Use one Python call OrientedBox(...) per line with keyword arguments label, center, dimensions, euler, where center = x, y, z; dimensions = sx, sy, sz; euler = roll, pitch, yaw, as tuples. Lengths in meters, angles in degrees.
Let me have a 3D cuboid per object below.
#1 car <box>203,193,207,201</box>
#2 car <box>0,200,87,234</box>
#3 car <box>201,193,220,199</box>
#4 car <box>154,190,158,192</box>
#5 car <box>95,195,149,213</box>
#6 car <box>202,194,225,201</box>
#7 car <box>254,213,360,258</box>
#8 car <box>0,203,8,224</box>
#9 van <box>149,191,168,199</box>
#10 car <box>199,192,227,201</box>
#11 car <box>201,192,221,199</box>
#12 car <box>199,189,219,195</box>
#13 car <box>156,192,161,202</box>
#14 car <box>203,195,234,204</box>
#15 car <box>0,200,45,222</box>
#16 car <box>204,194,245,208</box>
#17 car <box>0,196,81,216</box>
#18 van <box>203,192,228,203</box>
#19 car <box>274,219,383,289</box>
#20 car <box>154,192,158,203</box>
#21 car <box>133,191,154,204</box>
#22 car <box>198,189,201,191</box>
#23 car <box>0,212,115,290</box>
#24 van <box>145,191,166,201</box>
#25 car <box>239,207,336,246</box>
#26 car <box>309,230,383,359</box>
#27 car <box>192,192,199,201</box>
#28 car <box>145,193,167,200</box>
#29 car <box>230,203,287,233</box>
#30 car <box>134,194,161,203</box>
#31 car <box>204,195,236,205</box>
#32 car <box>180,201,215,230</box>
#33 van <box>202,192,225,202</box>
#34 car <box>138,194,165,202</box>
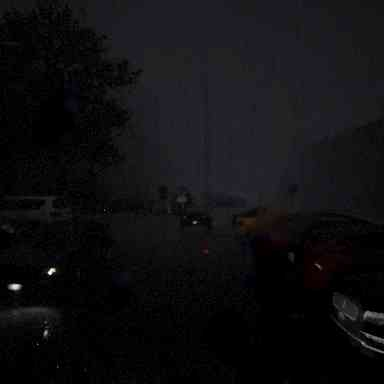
OrientedBox(label="car", center=(4.369, 1.265, 47.473), dimensions=(4.674, 1.452, 2.002), euler=(0, 0, 0))
OrientedBox(label="car", center=(-8.506, 1.335, 18.635), dimensions=(4.553, 1.767, 2.185), euler=(0, 0, 0))
OrientedBox(label="car", center=(4.464, 0.943, 81.401), dimensions=(4.674, 1.452, 2.002), euler=(0, 1, 0))
OrientedBox(label="car", center=(-8.129, 0.924, 64.289), dimensions=(5.566, 2.045, 2.435), euler=(0, 0, 0))
OrientedBox(label="car", center=(-6.961, 1.351, 32.051), dimensions=(1.837, 1.490, 4.892), euler=(-5, -2, 42))
OrientedBox(label="car", center=(4.433, 1.170, 70.091), dimensions=(4.674, 1.452, 2.002), euler=(0, 1, 0))
OrientedBox(label="car", center=(4.539, 1.509, 10.278), dimensions=(4.674, 1.452, 2.002), euler=(0, 0, 0))
OrientedBox(label="car", center=(-8.570, 1.344, 10.154), dimensions=(4.553, 1.767, 2.185), euler=(0, 0, 0))
OrientedBox(label="van", center=(-8.221, 0.678, 81.370), dimensions=(4.442, 1.987, 1.878), euler=(0, 1, 0))
OrientedBox(label="car", center=(4.194, 1.213, 50.299), dimensions=(5.366, 1.575, 1.946), euler=(0, 0, 0))
OrientedBox(label="car", center=(4.428, 0.835, 78.572), dimensions=(4.553, 1.767, 2.185), euler=(0, 1, 0))
OrientedBox(label="car", center=(4.432, 0.940, 58.775), dimensions=(5.566, 2.045, 2.435), euler=(0, 0, 0))
OrientedBox(label="car", center=(-8.189, 1.200, 55.944), dimensions=(4.892, 1.521, 2.231), euler=(0, 0, 0))
OrientedBox(label="car", center=(4.390, 1.200, 55.949), dimensions=(5.008, 1.535, 2.097), euler=(0, 0, 0))
OrientedBox(label="car", center=(-8.569, 1.341, 12.939), dimensions=(4.553, 1.767, 2.185), euler=(0, 0, 0))
OrientedBox(label="car", center=(4.327, 1.271, 41.820), dimensions=(4.792, 1.488, 2.163), euler=(0, 0, 0))
OrientedBox(label="car", center=(-8.566, 1.212, 15.849), dimensions=(5.566, 2.045, 2.435), euler=(0, 0, 0))
OrientedBox(label="van", center=(4.295, 0.957, 61.601), dimensions=(4.442, 1.987, 1.878), euler=(0, 0, 0))
OrientedBox(label="car", center=(4.570, 1.502, 7.495), dimensions=(4.792, 1.488, 2.163), euler=(0, 0, 0))
OrientedBox(label="car", center=(-8.195, 1.216, 50.172), dimensions=(5.008, 1.535, 2.097), euler=(0, 0, 0))
OrientedBox(label="car", center=(-8.176, 1.099, 47.472), dimensions=(4.553, 1.767, 2.185), euler=(0, 0, 0))
OrientedBox(label="car", center=(4.460, 0.603, 89.873), dimensions=(4.553, 1.767, 2.185), euler=(0, 1, 0))
OrientedBox(label="car", center=(-3.581, 1.538, 9.403), dimensions=(2.033, 1.411, 5.357), euler=(0, 0, 0))
OrientedBox(label="van", center=(-8.011, 0.852, 72.900), dimensions=(4.442, 1.987, 1.878), euler=(0, 1, 0))
OrientedBox(label="car", center=(4.513, 1.496, 13.061), dimensions=(4.792, 1.488, 2.163), euler=(0, 0, 0))
OrientedBox(label="car", center=(4.547, 1.476, 4.711), dimensions=(4.892, 1.521, 2.231), euler=(0, 0, 0))
OrientedBox(label="car", center=(0.019, 1.152, 69.650), dimensions=(1.895, 1.301, 4.718), euler=(0, 1, 0))
OrientedBox(label="car", center=(-8.152, 1.049, 75.732), dimensions=(4.792, 1.488, 2.163), euler=(0, 1, 0))
OrientedBox(label="car", center=(4.728, 1.461, 15.844), dimensions=(5.366, 1.575, 1.946), euler=(0, 0, 0))
OrientedBox(label="car", center=(-8.136, 1.213, 61.466), dimensions=(4.792, 1.488, 2.163), euler=(0, 0, 0))
OrientedBox(label="car", center=(4.393, 1.208, 53.125), dimensions=(5.008, 1.535, 2.097), euler=(0, 0, 0))
OrientedBox(label="car", center=(0.325, 1.511, 20.824), dimensions=(1.812, 1.442, 4.674), euler=(0, 0, 4))
OrientedBox(label="van", center=(4.310, 0.938, 67.131), dimensions=(4.442, 1.987, 1.878), euler=(0, 0, 0))
OrientedBox(label="car", center=(-8.143, 1.163, 67.125), dimensions=(5.008, 1.535, 2.097), euler=(0, 0, 0))
